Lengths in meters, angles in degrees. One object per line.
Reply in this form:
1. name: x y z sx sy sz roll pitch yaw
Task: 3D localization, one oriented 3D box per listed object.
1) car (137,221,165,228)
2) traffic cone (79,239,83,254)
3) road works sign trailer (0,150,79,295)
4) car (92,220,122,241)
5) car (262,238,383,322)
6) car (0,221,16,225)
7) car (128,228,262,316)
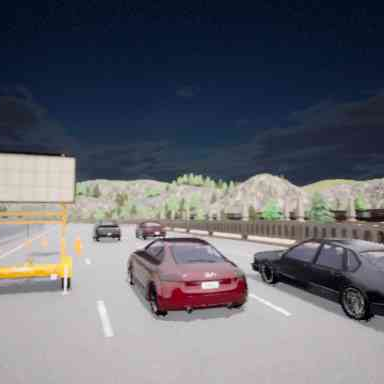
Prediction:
1. car: -3.364 3.078 27.004 1.812 1.442 4.674 2 -5 -20
2. traffic cone: -5.403 2.661 16.034 0.340 0.580 0.340 2 -5 -20
3. road works sign trailer: -4.433 0.702 9.026 2.380 3.560 2.880 2 -3 -20
4. car: -6.613 2.947 25.701 2.128 1.511 4.902 2 -5 -20
5. car: 3.474 1.816 7.913 2.033 1.411 5.357 2 -2 -20
6. car: -25.321 4.666 46.172 1.895 1.301 4.718 2 -5 -20
7. car: -0.329 1.798 8.156 1.994 1.385 4.181 2 -3 -20
